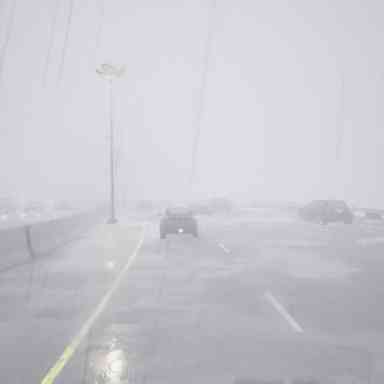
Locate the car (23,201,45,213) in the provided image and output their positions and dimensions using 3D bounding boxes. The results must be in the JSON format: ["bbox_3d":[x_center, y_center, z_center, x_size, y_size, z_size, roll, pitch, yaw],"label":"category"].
[{"bbox_3d":[-19.930,1.838,42.139,1.882,1.535,5.008,-1,0,-16],"label":"car"}]

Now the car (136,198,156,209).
[{"bbox_3d":[-7.186,1.702,49.352,2.128,1.511,4.902,0,0,-18],"label":"car"}]

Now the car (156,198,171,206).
[{"bbox_3d":[-4.669,1.663,53.090,1.882,1.535,5.008,0,0,-19],"label":"car"}]

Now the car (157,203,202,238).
[{"bbox_3d":[-0.812,1.559,18.117,1.837,1.490,4.892,0,0,-6],"label":"car"}]

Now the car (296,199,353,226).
[{"bbox_3d":[9.095,1.287,23.257,2.097,1.767,4.553,-1,0,-8],"label":"car"}]

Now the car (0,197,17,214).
[{"bbox_3d":[-23.205,1.620,40.910,2.150,2.045,5.566,-1,0,-15],"label":"car"}]

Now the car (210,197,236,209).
[{"bbox_3d":[4.302,1.546,47.329,2.128,1.511,4.902,0,0,-16],"label":"car"}]

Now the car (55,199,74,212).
[{"bbox_3d":[-16.954,1.679,44.446,2.097,1.767,4.553,-1,0,-16],"label":"car"}]

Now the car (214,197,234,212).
[{"bbox_3d":[2.799,1.405,38.681,2.097,1.767,4.553,-1,0,-13],"label":"car"}]

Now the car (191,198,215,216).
[{"bbox_3d":[0.558,1.595,32.726,1.812,1.442,4.674,0,0,-12],"label":"car"}]
